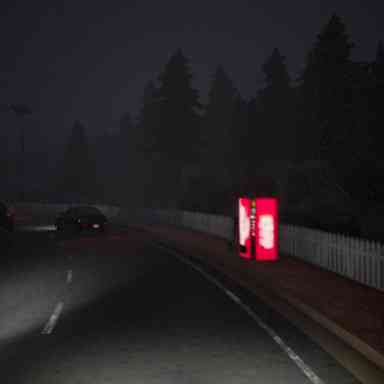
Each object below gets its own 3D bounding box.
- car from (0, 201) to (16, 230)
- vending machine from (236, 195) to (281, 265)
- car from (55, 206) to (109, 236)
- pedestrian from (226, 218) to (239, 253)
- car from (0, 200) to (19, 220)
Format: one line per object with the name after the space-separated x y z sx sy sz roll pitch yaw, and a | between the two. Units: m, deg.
-12.703 1.381 20.526 2.097 1.767 4.553 -1 0 -43 | car
2.101 1.147 10.599 1.100 2.100 0.880 0 0 -18 | vending machine
-6.162 1.516 18.511 1.812 1.442 4.674 0 0 -36 | car
1.482 1.096 11.176 0.375 1.860 0.375 0 0 -19 | pedestrian
-17.472 1.518 29.314 5.008 1.535 1.882 -1 0 36 | car
